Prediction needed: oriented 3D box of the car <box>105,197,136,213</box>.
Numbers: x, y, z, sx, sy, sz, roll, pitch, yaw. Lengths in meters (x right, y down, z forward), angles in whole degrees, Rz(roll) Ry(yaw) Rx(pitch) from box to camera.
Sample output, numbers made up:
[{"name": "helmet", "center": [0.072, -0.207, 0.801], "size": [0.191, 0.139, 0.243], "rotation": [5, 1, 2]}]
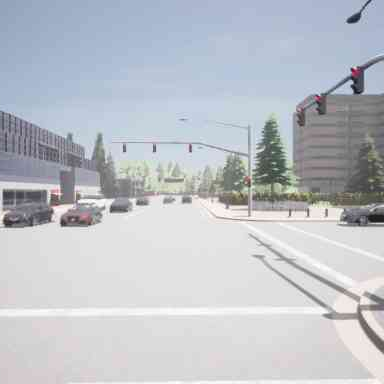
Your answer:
[{"name": "car", "center": [-7.795, 1.477, 36.865], "size": [1.882, 1.535, 5.008], "rotation": [0, 0, -1]}]

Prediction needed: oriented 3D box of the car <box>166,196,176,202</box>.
[{"name": "car", "center": [-4.728, 1.510, 75.301], "size": [1.895, 1.301, 4.718], "rotation": [0, 0, -1]}]

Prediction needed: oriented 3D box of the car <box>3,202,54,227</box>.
[{"name": "car", "center": [-11.024, 1.506, 22.885], "size": [1.837, 1.490, 4.892], "rotation": [0, 0, -1]}]

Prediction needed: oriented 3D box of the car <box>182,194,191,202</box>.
[{"name": "car", "center": [-1.223, 1.355, 75.056], "size": [2.097, 1.767, 4.553], "rotation": [0, 0, -1]}]

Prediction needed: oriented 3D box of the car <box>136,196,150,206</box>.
[{"name": "car", "center": [-8.026, 1.477, 54.204], "size": [1.882, 1.535, 5.008], "rotation": [0, 0, -1]}]

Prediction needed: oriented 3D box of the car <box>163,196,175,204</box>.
[{"name": "car", "center": [-4.582, 1.547, 64.666], "size": [2.033, 1.411, 5.357], "rotation": [0, 0, -1]}]

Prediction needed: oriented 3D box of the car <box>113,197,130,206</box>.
[{"name": "car", "center": [-11.529, 1.565, 54.416], "size": [1.994, 1.385, 4.181], "rotation": [0, 0, -1]}]

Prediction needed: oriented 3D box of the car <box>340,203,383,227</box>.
[{"name": "car", "center": [12.499, 1.492, 22.272], "size": [4.902, 1.511, 2.128], "rotation": [0, 0, -1]}]

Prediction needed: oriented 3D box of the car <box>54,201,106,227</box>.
[{"name": "car", "center": [-7.524, 1.564, 22.934], "size": [1.994, 1.385, 4.181], "rotation": [0, 0, -1]}]

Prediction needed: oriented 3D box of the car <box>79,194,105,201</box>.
[{"name": "car", "center": [-11.309, 1.218, 37.714], "size": [2.150, 2.045, 5.566], "rotation": [0, 0, -1]}]

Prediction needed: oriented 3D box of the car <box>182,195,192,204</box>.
[{"name": "car", "center": [-0.985, 1.505, 64.990], "size": [1.837, 1.490, 4.892], "rotation": [0, 0, -1]}]
